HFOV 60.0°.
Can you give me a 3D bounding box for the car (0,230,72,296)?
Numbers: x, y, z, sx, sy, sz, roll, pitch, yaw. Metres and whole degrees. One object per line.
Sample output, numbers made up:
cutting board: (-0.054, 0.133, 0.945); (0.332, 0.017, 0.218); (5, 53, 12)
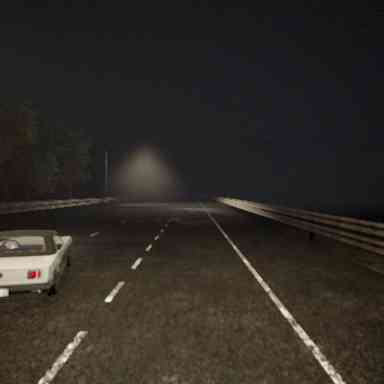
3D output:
car: (-4.172, 1.616, 8.402); (1.895, 1.301, 4.718); (0, 0, -15)
